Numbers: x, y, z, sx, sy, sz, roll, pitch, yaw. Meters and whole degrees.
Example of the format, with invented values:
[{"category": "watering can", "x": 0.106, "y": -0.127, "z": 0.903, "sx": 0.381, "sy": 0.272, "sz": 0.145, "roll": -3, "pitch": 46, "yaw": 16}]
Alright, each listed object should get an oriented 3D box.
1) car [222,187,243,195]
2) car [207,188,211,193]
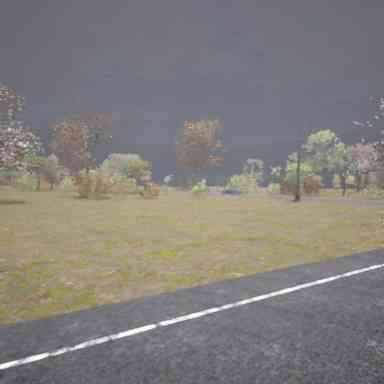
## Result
[{"category": "car", "x": 8.021, "y": -0.202, "z": 66.021, "sx": 2.128, "sy": 1.511, "sz": 4.902, "roll": 0, "pitch": 2, "yaw": -36}, {"category": "car", "x": 2.172, "y": -0.614, "z": 74.134, "sx": 1.837, "sy": 1.490, "sz": 4.892, "roll": 0, "pitch": 2, "yaw": -36}]
